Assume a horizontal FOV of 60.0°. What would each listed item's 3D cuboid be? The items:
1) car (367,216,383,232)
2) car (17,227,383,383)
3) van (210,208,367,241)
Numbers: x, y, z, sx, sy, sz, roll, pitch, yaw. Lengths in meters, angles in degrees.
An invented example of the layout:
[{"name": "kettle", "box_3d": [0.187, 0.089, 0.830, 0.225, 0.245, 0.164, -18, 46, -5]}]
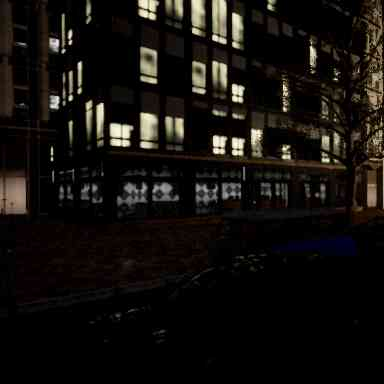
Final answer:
[{"name": "car", "box_3d": [6.708, 1.470, 11.112, 4.507, 1.381, 1.887, 0, 0, -36]}, {"name": "car", "box_3d": [0.847, 1.461, 3.679, 5.008, 1.535, 1.882, -1, 1, -35]}, {"name": "van", "box_3d": [2.208, 1.302, 7.868, 3.998, 1.788, 1.690, 0, 0, -36]}]
